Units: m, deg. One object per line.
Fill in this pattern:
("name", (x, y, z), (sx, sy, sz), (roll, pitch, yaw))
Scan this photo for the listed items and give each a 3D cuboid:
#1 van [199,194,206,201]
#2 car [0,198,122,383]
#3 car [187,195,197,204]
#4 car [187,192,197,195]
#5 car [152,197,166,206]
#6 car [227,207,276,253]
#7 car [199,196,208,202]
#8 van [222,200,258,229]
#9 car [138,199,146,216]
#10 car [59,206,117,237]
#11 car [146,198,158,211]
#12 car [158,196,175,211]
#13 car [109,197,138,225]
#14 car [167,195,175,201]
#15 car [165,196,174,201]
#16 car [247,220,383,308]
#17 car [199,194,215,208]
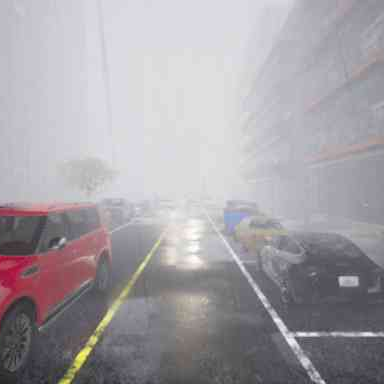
("van", (2.675, 1.440, 85.099), (1.690, 1.788, 3.998), (0, 0, 0))
("car", (-3.060, 1.224, 5.796), (2.150, 2.045, 5.566), (0, 0, 3))
("car", (-0.010, 1.671, 65.547), (1.895, 1.301, 4.718), (0, 0, 0))
("car", (-0.008, 1.127, 79.839), (2.150, 2.045, 5.566), (0, 0, 0))
("car", (-5.702, 1.614, 57.484), (1.947, 1.339, 4.313), (0, 0, 0))
("car", (2.686, 1.529, 13.473), (1.752, 1.417, 4.829), (0, 0, 0))
("car", (2.676, 1.632, 79.576), (1.887, 1.381, 4.507), (0, 0, 0))
("van", (2.685, 1.348, 18.826), (1.690, 1.788, 3.998), (0, 0, 0))
("car", (-5.697, 1.567, 29.871), (2.008, 1.369, 4.403), (0, 0, 0))
("car", (-5.696, 1.573, 18.825), (1.947, 1.339, 4.313), (0, 0, 0))
("car", (-5.699, 1.579, 40.916), (2.008, 1.369, 4.403), (0, 0, 0))
("car", (-3.092, 1.554, 41.668), (1.812, 1.442, 4.674), (0, 0, 0))
("car", (-5.697, 1.327, 24.347), (2.192, 1.841, 5.009), (0, 0, 0))
("car", (-5.707, 1.551, 90.622), (1.967, 1.590, 4.097), (0, 0, 0))
("car", (-5.706, 1.650, 85.099), (2.008, 1.369, 4.403), (0, 0, 0))
("car", (2.687, 1.567, 7.780), (1.947, 1.339, 4.313), (0, 0, 0))
("car", (2.343, 1.493, 48.006), (1.801, 1.575, 5.366), (0, 0, 0))
